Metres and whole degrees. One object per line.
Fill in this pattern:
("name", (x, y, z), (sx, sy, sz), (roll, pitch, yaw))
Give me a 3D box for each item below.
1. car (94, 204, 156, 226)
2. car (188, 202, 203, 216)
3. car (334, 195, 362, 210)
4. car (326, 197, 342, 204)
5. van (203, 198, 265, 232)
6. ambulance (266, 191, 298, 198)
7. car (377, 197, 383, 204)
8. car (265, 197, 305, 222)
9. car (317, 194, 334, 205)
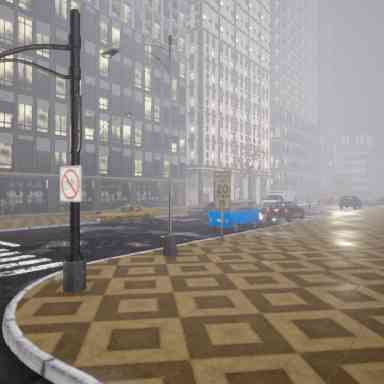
("car", (-4.733, 1.540, 23.969), (1.752, 1.417, 4.829), (0, 0, 38))
("car", (1.384, 1.604, 31.685), (1.802, 1.307, 4.206), (0, 0, 38))
("car", (21.218, 1.368, 44.490), (2.192, 1.841, 5.009), (0, 0, 38))
("car", (28.575, 1.624, 66.924), (2.008, 1.369, 4.403), (0, 0, 38))
("van", (2.652, 1.368, 20.247), (1.690, 1.788, 3.998), (0, 0, 38))
("ambulance", (10.254, 1.063, 38.979), (2.351, 2.431, 6.366), (0, 0, 38))
("car", (38.211, 1.658, 66.514), (1.947, 1.339, 4.313), (0, 0, 38))
("car", (7.623, 1.472, 26.870), (1.967, 1.590, 4.097), (0, 0, 38))
("car", (25.176, 1.381, 62.520), (2.192, 1.841, 5.009), (0, 0, 38))
